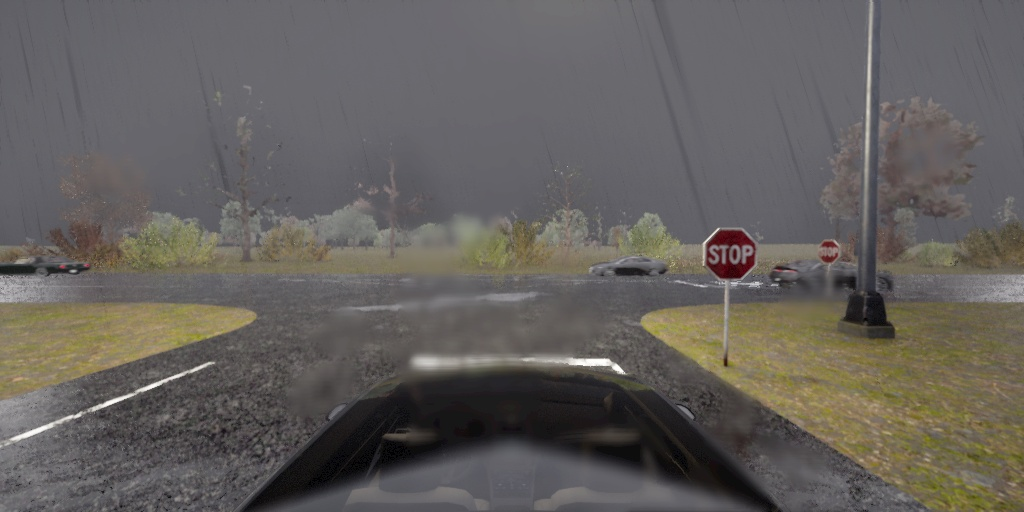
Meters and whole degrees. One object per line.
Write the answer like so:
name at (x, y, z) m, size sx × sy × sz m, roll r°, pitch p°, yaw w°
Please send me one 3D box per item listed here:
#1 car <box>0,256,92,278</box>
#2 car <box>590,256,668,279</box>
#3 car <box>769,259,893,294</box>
car at (-29.742, 0.655, 22.451) m, size 4.718 × 1.301 × 1.895 m, roll 0°, pitch 2°, yaw -2°
car at (7.592, 0.727, 23.477) m, size 4.902 × 1.511 × 2.128 m, roll 0°, pitch 2°, yaw -2°
car at (14.759, 0.903, 16.670) m, size 4.902 × 1.511 × 2.128 m, roll 0°, pitch 2°, yaw -2°
